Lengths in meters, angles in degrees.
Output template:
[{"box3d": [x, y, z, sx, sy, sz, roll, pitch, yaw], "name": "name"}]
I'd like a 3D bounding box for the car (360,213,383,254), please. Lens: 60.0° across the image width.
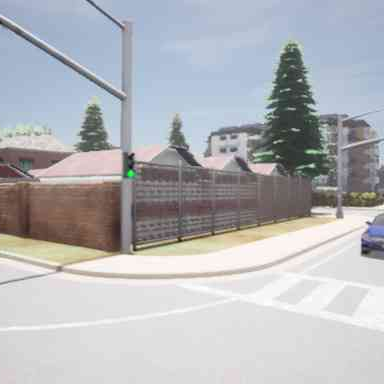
[{"box3d": [7.798, 1.520, 12.685, 1.812, 1.442, 4.674, 0, 0, 38], "name": "car"}]
